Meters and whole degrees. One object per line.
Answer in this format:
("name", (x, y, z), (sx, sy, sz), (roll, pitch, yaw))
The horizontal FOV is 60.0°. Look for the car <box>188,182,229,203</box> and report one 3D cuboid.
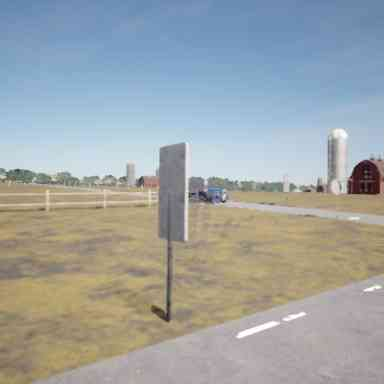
("car", (1.347, 0.010, 33.660), (2.150, 2.045, 5.566), (1, 2, -36))
